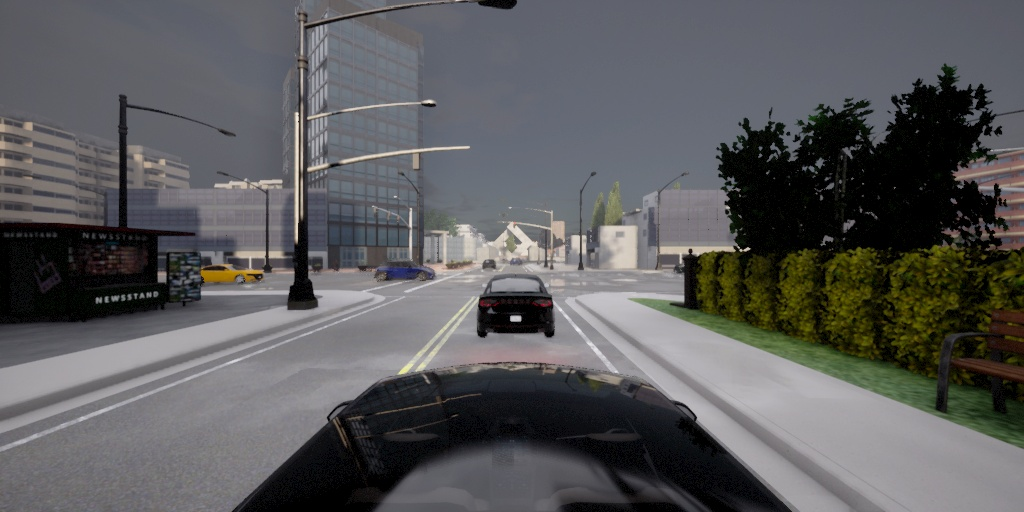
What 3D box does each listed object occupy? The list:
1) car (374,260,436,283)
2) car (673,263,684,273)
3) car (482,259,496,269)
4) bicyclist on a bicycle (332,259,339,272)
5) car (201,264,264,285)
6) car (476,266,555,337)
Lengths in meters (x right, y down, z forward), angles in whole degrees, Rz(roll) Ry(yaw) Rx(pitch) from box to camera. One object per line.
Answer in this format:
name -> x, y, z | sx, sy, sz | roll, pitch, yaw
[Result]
car -> -8.342, 1.139, 28.209 | 4.553, 1.767, 2.097 | 0, 0, -4
car -> 19.977, 1.047, 38.806 | 4.553, 1.767, 2.097 | 0, 0, 0
car -> -3.395, 1.213, 54.136 | 1.882, 1.535, 5.008 | 0, 0, 0
bicyclist on a bicycle -> -21.835, 1.204, 44.408 | 0.582, 1.620, 1.656 | -1, 0, 0
car -> -22.150, 1.391, 27.931 | 5.008, 1.535, 1.882 | -1, 0, 0
car -> 0.107, 1.225, 10.355 | 1.882, 1.535, 5.008 | 0, 0, 1
